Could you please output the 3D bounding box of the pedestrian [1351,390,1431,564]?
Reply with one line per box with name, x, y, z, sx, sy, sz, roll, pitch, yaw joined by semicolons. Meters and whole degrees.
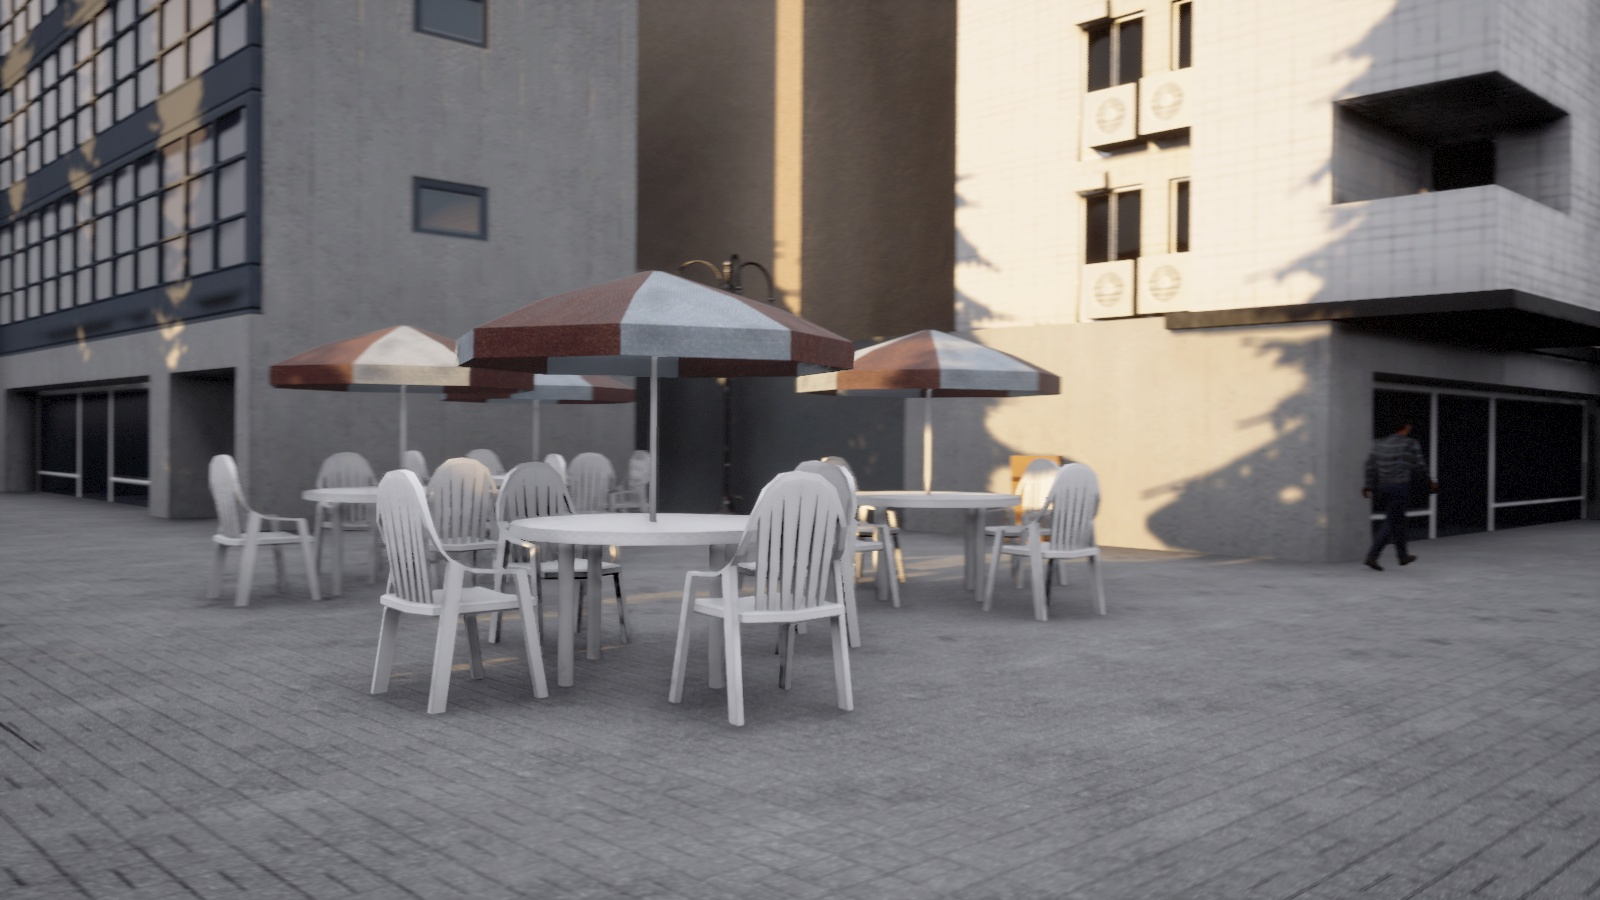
pedestrian;6.809;0.297;14.466;0.788;1.949;0.423;-1;1;-26
